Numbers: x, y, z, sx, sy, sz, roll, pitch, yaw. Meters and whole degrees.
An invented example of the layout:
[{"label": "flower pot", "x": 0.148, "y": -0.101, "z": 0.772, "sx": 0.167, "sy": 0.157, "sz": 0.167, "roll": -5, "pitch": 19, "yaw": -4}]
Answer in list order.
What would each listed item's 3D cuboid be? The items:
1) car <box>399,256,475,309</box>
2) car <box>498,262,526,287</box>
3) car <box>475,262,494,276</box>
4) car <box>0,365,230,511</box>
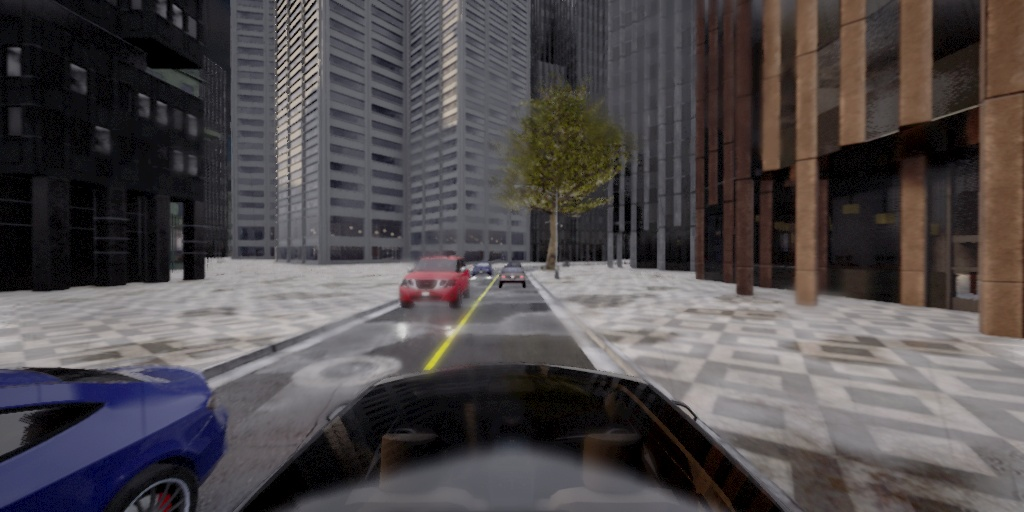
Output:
[{"label": "car", "x": -3.084, "y": 1.010, "z": 15.547, "sx": 2.150, "sy": 2.045, "sz": 5.566, "roll": 0, "pitch": 0, "yaw": 0}, {"label": "car", "x": 0.025, "y": 1.342, "z": 24.776, "sx": 2.033, "sy": 1.411, "sz": 5.357, "roll": 0, "pitch": 0, "yaw": 0}, {"label": "car", "x": -3.009, "y": 1.313, "z": 37.709, "sx": 1.812, "sy": 1.442, "sz": 4.674, "roll": 0, "pitch": 0, "yaw": 1}, {"label": "car", "x": -3.094, "y": 1.273, "z": 0.904, "sx": 1.812, "sy": 1.442, "sz": 4.674, "roll": 0, "pitch": 0, "yaw": 0}]
